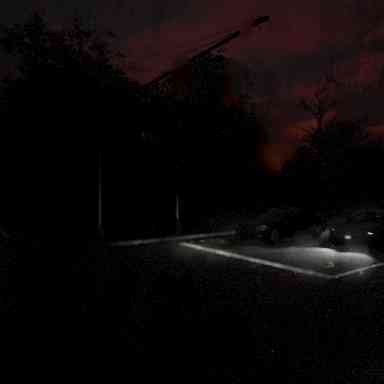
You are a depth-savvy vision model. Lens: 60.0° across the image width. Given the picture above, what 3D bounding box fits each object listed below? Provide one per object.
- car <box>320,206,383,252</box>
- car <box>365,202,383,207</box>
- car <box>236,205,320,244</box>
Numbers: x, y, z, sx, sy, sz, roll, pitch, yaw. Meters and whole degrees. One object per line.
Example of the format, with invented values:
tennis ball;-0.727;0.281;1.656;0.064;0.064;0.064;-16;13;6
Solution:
car;7.455;1.497;13.586;4.181;1.385;1.994;0;0;-35
car;12.023;1.381;21.087;4.902;1.511;2.128;0;0;-35
car;4.270;1.418;15.618;5.008;1.535;1.882;0;0;-35
